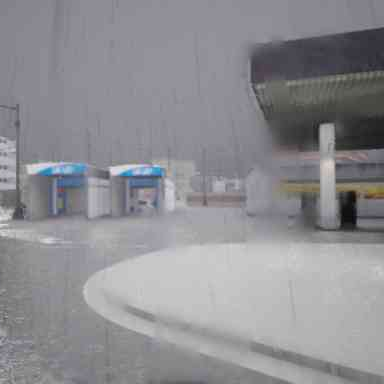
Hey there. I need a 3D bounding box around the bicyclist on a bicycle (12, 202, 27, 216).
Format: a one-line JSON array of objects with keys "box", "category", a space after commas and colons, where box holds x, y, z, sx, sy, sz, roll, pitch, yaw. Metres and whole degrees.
[{"box": [-17.206, 1.665, 33.355, 1.656, 1.620, 0.582, -1, 0, 1], "category": "bicyclist on a bicycle"}]

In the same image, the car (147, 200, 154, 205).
[{"box": [-6.418, 2.045, 68.123, 4.181, 1.385, 1.994, 0, 0, -39], "category": "car"}]

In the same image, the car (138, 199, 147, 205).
[{"box": [-11.445, 2.075, 67.625, 2.033, 1.411, 5.357, -1, 0, 35], "category": "car"}]
